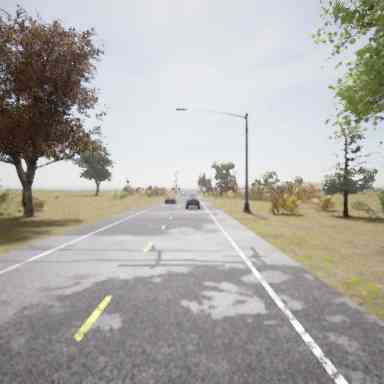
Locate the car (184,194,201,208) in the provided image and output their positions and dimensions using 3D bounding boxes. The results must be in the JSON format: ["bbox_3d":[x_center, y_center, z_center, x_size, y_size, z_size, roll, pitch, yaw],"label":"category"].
[{"bbox_3d":[0.114,1.322,43.801,1.837,1.490,4.892,0,0,0],"label":"car"}]

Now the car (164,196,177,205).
[{"bbox_3d":[-3.535,1.371,54.872,1.895,1.301,4.718,0,0,1],"label":"car"}]
